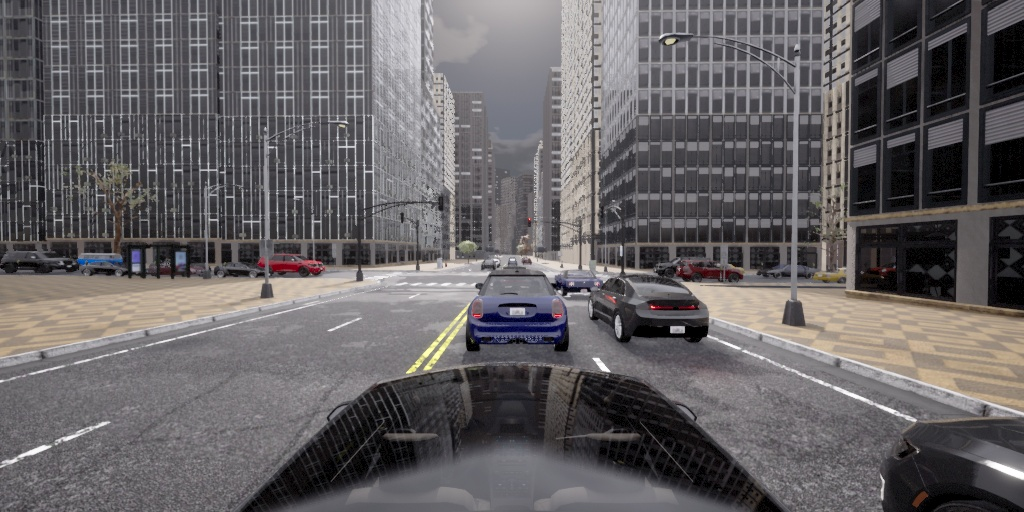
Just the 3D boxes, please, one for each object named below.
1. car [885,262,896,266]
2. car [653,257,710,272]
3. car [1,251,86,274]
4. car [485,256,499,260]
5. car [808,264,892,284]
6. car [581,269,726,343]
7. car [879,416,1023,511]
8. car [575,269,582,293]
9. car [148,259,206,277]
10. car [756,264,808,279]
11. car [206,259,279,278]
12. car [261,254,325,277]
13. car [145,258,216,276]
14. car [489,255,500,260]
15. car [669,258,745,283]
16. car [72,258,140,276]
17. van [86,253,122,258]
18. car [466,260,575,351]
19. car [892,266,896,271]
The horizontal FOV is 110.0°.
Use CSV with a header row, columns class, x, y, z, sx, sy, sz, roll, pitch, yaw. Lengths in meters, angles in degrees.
class,x,y,z,sx,sy,sz,roll,pitch,yaw
car,37.475,1.397,35.065,4.553,1.767,2.097,0,1,1
car,16.977,1.087,35.460,5.566,2.045,2.150,1,1,1
car,-43.970,0.591,33.473,5.566,2.045,2.150,0,1,2
car,-3.271,1.191,50.633,1.882,1.535,5.008,0,0,0
car,27.682,1.578,29.486,4.829,1.417,1.751,0,0,1
car,3.361,1.251,9.706,1.837,1.490,4.892,0,0,0
car,3.345,1.255,0.308,1.837,1.490,4.892,0,0,0
car,3.376,1.341,19.017,1.895,1.301,4.718,0,0,0
car,-28.374,1.137,30.427,4.207,1.307,1.802,0,0,1
car,27.222,1.503,35.273,5.357,1.411,2.033,0,1,1
car,-22.690,1.173,30.285,4.313,1.339,1.948,0,0,1
car,-20.236,0.807,32.934,5.566,2.045,2.150,0,1,1
car,-30.594,0.995,33.163,4.892,1.490,1.837,1,1,1
car,-3.242,0.923,60.582,2.150,2.045,5.566,0,0,0
car,16.234,1.268,29.700,5.009,1.841,2.192,0,0,1
car,-34.054,1.068,30.608,4.313,1.339,1.948,0,0,1
van,-45.233,0.603,39.285,3.998,1.789,1.690,0,0,1
car,0.110,1.098,9.100,2.097,1.767,4.553,0,0,0
car,33.152,1.683,29.384,4.207,1.307,1.802,0,0,1
